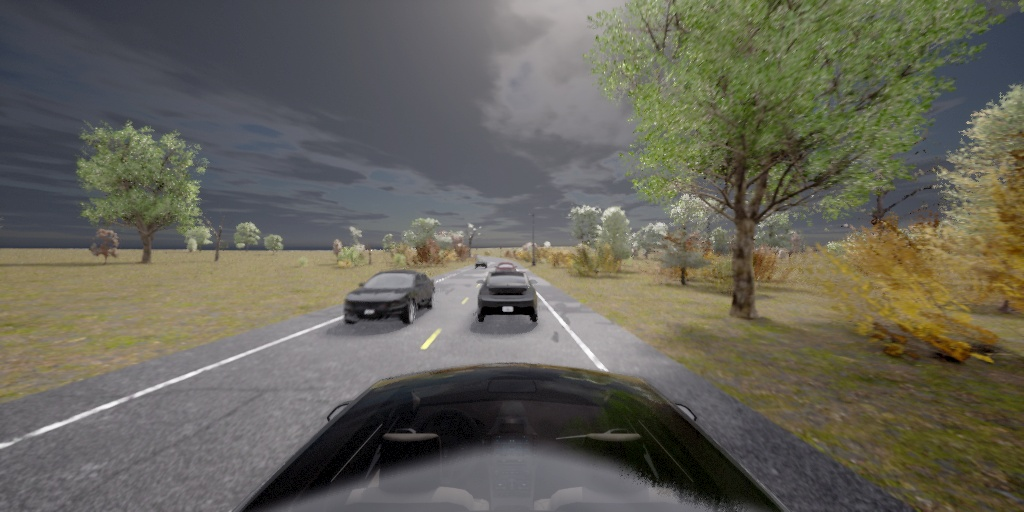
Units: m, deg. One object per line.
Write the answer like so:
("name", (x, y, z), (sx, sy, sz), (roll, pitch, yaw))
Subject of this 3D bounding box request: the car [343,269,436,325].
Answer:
("car", (-3.855, 1.220, 12.065), (1.882, 1.535, 5.008), (0, 0, -1))

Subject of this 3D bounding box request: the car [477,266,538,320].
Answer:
("car", (-0.173, 1.254, 12.535), (1.837, 1.490, 4.892), (0, 0, -1))

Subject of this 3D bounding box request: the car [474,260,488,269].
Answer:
("car", (-4.607, 1.215, 54.219), (1.895, 1.301, 4.718), (0, 0, -1))

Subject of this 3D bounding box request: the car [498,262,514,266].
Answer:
("car", (-0.527, 1.268, 30.534), (1.812, 1.442, 4.674), (0, 0, -1))
